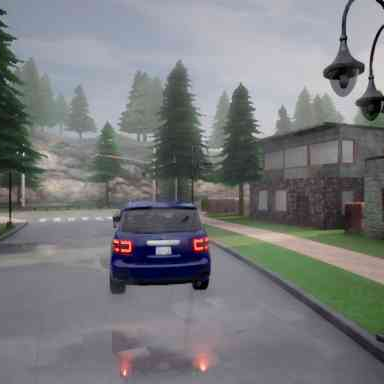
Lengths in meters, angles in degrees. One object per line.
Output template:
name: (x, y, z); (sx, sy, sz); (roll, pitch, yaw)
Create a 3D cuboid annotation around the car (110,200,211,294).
car: (-0.977, 1.221, 9.049); (2.150, 2.045, 5.566); (0, 0, -9)

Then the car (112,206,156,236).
car: (-3.535, 1.601, 19.482); (1.895, 1.301, 4.718); (0, 0, -18)
